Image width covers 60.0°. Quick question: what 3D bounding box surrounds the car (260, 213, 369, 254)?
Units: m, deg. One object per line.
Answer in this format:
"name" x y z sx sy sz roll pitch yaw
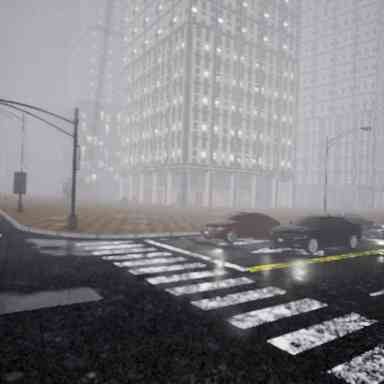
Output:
"car" 5.637 1.769 14.990 5.008 1.535 1.882 2 0 -36

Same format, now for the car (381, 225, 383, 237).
"car" 13.684 2.168 20.770 4.674 1.442 1.812 2 0 -35

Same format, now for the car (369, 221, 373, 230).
"car" 9.965 2.098 22.097 4.718 1.301 1.895 2 0 -36

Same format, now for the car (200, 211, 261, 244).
"car" 2.574 1.699 16.787 4.674 1.442 1.812 3 0 -36
